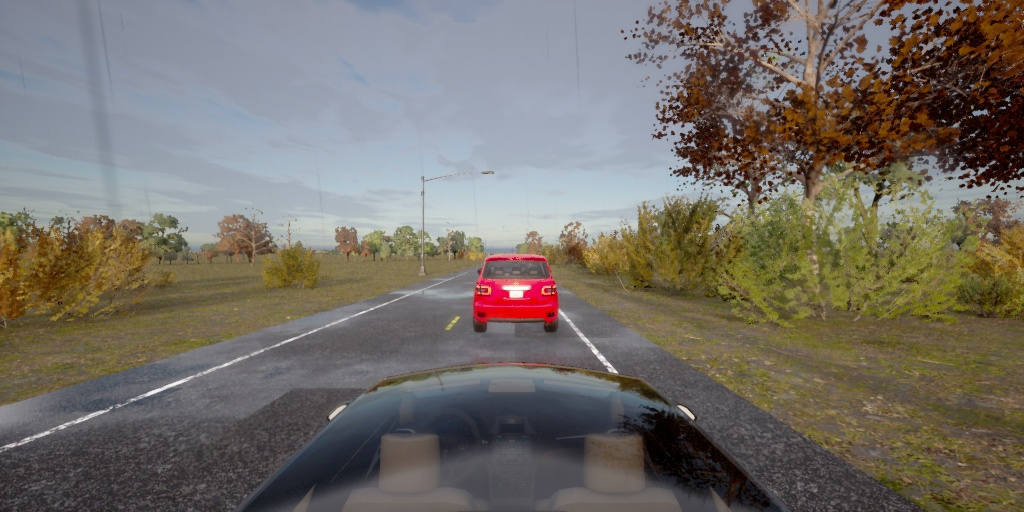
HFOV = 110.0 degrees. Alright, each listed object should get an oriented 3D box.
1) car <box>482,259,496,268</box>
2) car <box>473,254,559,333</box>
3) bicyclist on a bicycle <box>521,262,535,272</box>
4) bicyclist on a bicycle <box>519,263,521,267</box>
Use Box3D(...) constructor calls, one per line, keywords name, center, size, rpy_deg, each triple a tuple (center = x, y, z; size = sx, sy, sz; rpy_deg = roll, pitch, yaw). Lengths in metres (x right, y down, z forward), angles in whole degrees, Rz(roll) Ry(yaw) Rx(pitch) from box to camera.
Box3D(name="car", center=(-3.931, 1.282, 61.163), size=(2.033, 1.411, 5.357), rpy_deg=(0, 0, 0))
Box3D(name="car", center=(0.087, 0.968, 10.915), size=(2.150, 2.045, 5.566), rpy_deg=(0, 0, 0))
Box3D(name="bicyclist on a bicycle", center=(0.935, 1.114, 18.621), size=(0.659, 1.776, 1.843), rpy_deg=(0, 0, 0))
Box3D(name="bicyclist on a bicycle", center=(0.891, 1.111, 28.634), size=(0.659, 1.776, 1.843), rpy_deg=(0, 0, 0))
